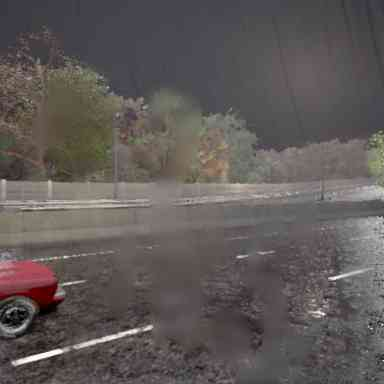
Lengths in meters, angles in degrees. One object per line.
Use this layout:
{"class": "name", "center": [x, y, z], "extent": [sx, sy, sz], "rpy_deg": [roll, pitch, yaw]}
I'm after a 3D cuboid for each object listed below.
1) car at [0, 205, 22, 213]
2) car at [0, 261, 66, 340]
{"class": "car", "center": [-14.844, 1.547, 23.466], "extent": [5.357, 1.411, 2.033], "rpy_deg": [0, 0, -35]}
{"class": "car", "center": [-4.442, 1.601, 4.882], "extent": [4.718, 1.301, 1.895], "rpy_deg": [0, 0, -35]}
